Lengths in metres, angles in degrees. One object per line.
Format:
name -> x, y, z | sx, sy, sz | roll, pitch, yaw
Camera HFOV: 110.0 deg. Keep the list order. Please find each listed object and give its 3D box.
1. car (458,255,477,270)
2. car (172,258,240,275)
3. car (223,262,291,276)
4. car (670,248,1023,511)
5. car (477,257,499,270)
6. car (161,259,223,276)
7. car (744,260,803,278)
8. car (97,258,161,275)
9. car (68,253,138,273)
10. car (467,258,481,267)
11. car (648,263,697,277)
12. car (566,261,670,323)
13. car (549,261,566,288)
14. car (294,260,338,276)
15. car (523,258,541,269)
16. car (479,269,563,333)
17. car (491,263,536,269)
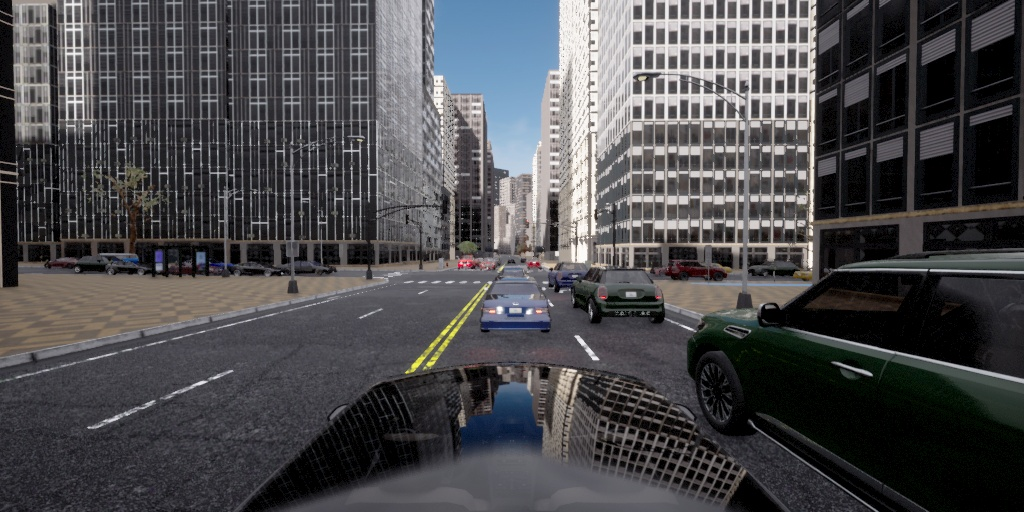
car -> -6.662, 0.933, 53.315 | 2.150, 2.045, 5.566 | 0, 0, 0
car -> -29.817, 0.976, 35.018 | 5.008, 1.535, 1.882 | 1, 1, 1
car -> -22.775, 1.172, 32.176 | 4.313, 1.339, 1.948 | 0, 0, 1
car -> 3.346, 0.971, 2.323 | 2.150, 2.045, 5.566 | 0, 0, 0
car -> -3.384, 1.066, 51.167 | 2.097, 1.767, 4.553 | 0, 0, -1
car -> -28.459, 1.136, 32.302 | 4.207, 1.307, 1.802 | 0, 0, 1
car -> 27.094, 1.307, 37.303 | 4.553, 1.767, 2.097 | 1, 1, 1
car -> -34.140, 1.068, 32.467 | 4.313, 1.339, 1.948 | 0, 0, 1
car -> -39.848, 0.759, 35.214 | 4.553, 1.767, 2.097 | 1, 1, 1
car -> -6.648, 1.176, 63.660 | 1.882, 1.535, 5.008 | 0, 0, 1
car -> 16.662, 1.427, 37.458 | 4.181, 1.385, 1.994 | 1, 1, 2
car -> 3.335, 1.097, 12.169 | 2.097, 1.767, 4.553 | 0, 0, 0
car -> 3.322, 1.091, 21.034 | 2.097, 1.767, 4.553 | 0, 0, 0
car -> -19.957, 1.135, 34.831 | 5.357, 1.411, 2.033 | 1, 1, 1
car -> 3.263, 1.062, 54.787 | 2.097, 1.767, 4.553 | 0, 0, 0
car -> 0.089, 1.293, 10.726 | 2.033, 1.411, 5.357 | 0, 0, 0
car -> 0.073, 1.304, 19.969 | 1.994, 1.385, 4.181 | 0, 0, 0
